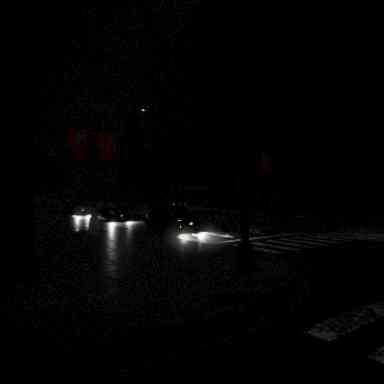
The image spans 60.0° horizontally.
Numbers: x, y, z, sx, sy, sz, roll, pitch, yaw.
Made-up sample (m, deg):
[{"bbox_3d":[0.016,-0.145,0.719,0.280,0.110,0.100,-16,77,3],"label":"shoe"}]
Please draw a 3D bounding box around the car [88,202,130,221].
[{"bbox_3d":[-6.944,1.619,28.334,1.812,1.442,4.674,0,0,-36],"label":"car"}]

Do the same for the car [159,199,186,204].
[{"bbox_3d":[-2.760,1.715,33.988,1.895,1.301,4.718,0,0,-36],"label":"car"}]

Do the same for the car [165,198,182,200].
[{"bbox_3d":[-2.586,1.488,39.313,2.097,1.767,4.553,0,0,-36],"label":"car"}]

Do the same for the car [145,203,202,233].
[{"bbox_3d":[-1.207,1.619,20.347,1.994,1.385,4.181,0,0,-36],"label":"car"}]

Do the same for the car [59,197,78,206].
[{"bbox_3d":[-23.214,1.734,62.437,2.128,1.511,4.902,0,-1,-36],"label":"car"}]

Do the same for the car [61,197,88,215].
[{"bbox_3d":[-12.712,1.622,36.369,2.128,1.511,4.902,0,0,-35],"label":"car"}]
